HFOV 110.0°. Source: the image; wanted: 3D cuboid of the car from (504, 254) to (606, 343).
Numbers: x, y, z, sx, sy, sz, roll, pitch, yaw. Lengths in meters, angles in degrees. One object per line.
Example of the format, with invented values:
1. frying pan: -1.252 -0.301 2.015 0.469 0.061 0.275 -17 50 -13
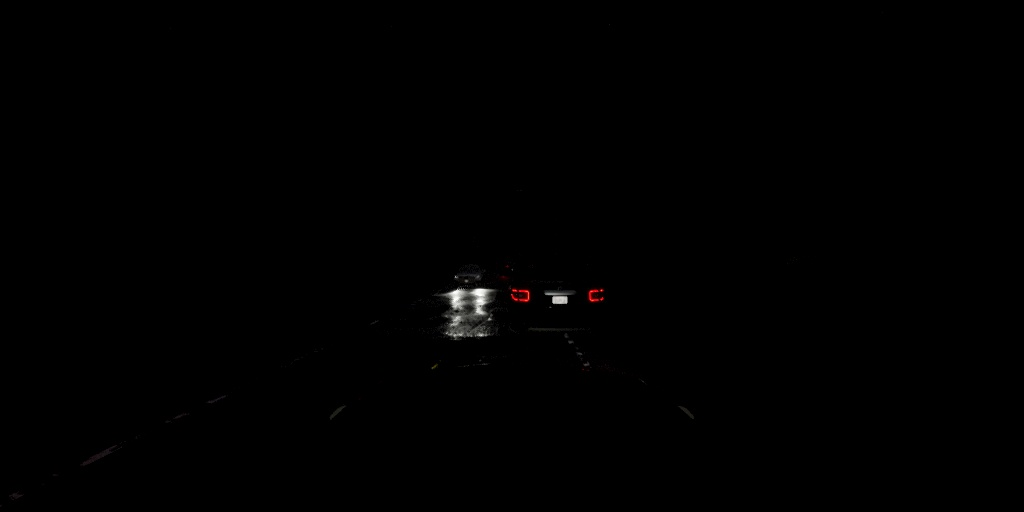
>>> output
1. car: 0.957 0.974 9.858 2.150 2.045 5.566 0 0 0

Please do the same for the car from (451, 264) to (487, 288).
1. car: -2.772 1.271 24.184 1.812 1.442 4.674 0 0 0
